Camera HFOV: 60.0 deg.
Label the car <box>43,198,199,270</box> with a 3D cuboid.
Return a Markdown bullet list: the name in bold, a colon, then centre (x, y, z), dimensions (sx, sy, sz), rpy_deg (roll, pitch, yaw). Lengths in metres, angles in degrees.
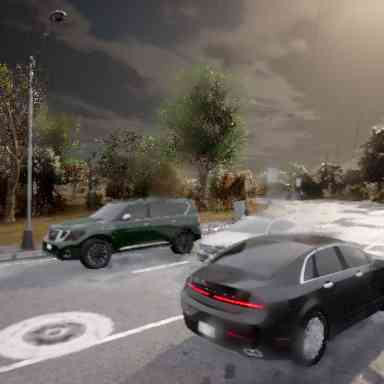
- **car**: centre (-2.117, 1.242, 11.590), dimensions (5.566, 2.045, 2.150), rpy_deg (0, 0, -41)

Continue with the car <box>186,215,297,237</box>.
- **car**: centre (2.218, 1.518, 10.815), dimensions (4.674, 1.442, 1.812), rpy_deg (0, 0, -44)

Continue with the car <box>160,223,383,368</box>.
- **car**: centre (2.019, 1.502, 5.852), dimensions (4.892, 1.490, 1.837), rpy_deg (0, 1, -41)
